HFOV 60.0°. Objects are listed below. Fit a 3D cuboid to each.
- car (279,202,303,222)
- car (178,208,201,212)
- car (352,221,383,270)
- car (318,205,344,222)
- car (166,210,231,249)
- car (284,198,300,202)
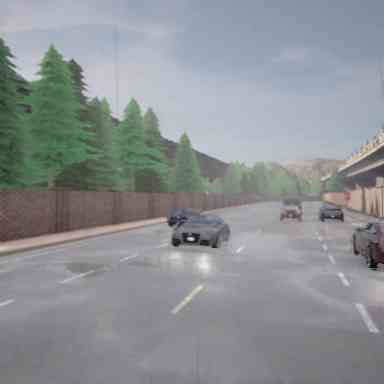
[{"bbox_3d":[9.330,1.947,31.358,1.812,1.442,4.674,0,-1,17],"label":"car"},{"bbox_3d":[-0.266,1.890,24.722,1.895,1.301,4.718,0,-1,17],"label":"car"},{"bbox_3d":[6.750,1.698,11.333,1.812,1.442,4.674,0,-1,17],"label":"car"},{"bbox_3d":[12.875,1.928,30.951,2.128,1.511,4.902,0,-1,17],"label":"car"},{"bbox_3d":[0.534,1.750,15.504,1.994,1.385,4.181,0,-1,17],"label":"car"},{"bbox_3d":[12.395,1.777,41.182,2.150,2.045,5.566,0,-1,17],"label":"car"}]
